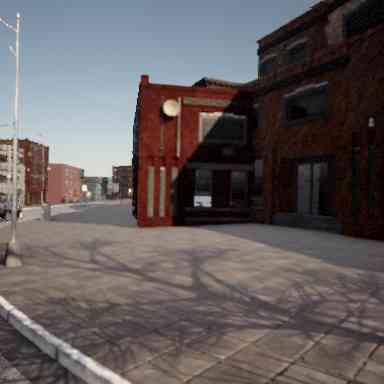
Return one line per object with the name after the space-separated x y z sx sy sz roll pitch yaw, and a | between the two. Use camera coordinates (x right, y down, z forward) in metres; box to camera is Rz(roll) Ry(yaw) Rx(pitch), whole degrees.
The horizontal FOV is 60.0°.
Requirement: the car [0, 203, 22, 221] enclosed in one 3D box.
-16.547 1.693 29.235 1.882 1.535 5.008 1 -1 -9 | car
